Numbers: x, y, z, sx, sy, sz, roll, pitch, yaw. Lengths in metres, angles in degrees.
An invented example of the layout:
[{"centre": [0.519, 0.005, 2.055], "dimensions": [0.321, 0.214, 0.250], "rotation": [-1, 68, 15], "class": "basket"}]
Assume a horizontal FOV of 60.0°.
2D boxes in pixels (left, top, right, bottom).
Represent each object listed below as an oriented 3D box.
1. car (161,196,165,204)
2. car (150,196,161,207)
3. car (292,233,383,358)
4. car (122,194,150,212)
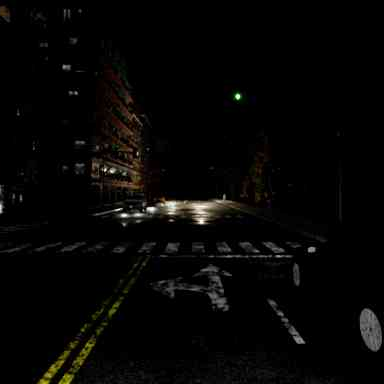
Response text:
[{"centre": [-6.496, 1.515, 66.376], "dimensions": [1.882, 1.535, 5.008], "rotation": [0, 0, 0], "class": "car"}, {"centre": [-6.571, 1.513, 51.694], "dimensions": [2.128, 1.511, 4.902], "rotation": [0, 0, 0], "class": "car"}, {"centre": [3.353, 1.479, 6.034], "dimensions": [1.882, 1.535, 5.008], "rotation": [0, 0, -1], "class": "car"}, {"centre": [-6.581, 1.235, 38.706], "dimensions": [2.150, 2.045, 5.566], "rotation": [0, 0, 0], "class": "car"}]
